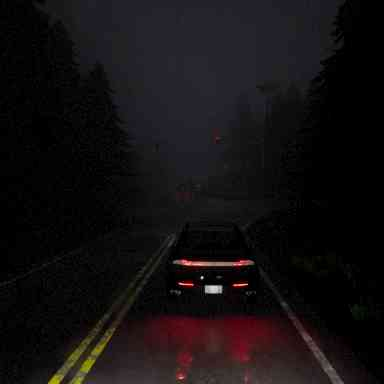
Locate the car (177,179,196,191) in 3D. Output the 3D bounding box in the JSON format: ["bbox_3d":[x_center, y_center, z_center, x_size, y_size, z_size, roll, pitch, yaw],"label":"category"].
[{"bbox_3d":[-0.694,-1.069,45.238,1.812,1.442,4.674,1,9,14],"label":"car"}]

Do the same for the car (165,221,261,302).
[{"bbox_3d":[0.449,1.466,8.186,2.128,1.511,4.902,0,0,2],"label":"car"}]
